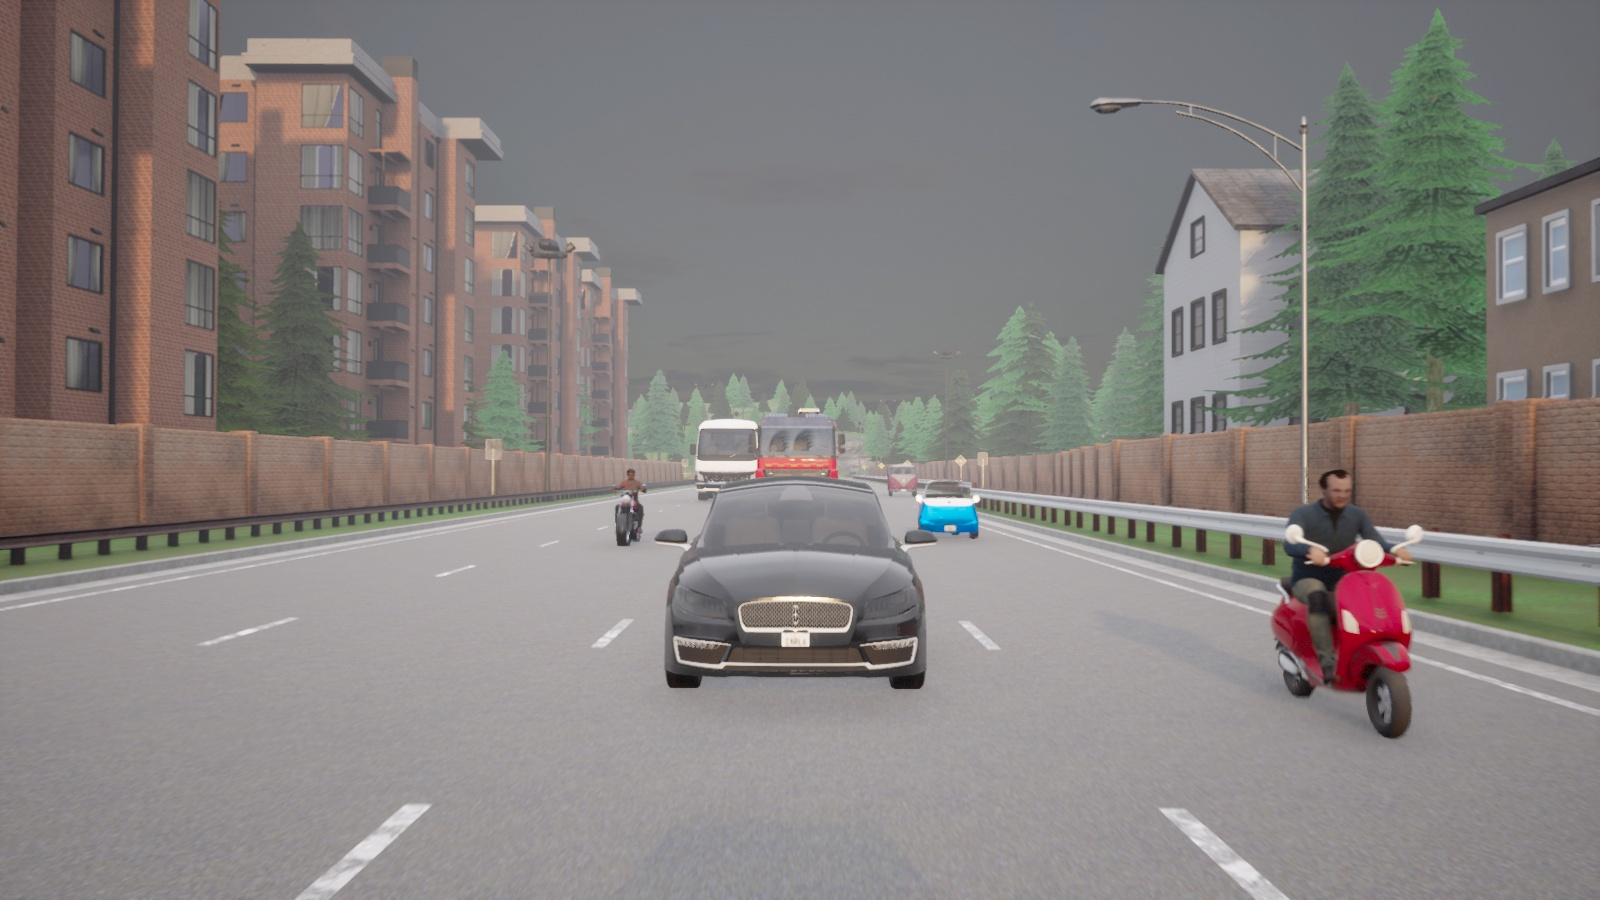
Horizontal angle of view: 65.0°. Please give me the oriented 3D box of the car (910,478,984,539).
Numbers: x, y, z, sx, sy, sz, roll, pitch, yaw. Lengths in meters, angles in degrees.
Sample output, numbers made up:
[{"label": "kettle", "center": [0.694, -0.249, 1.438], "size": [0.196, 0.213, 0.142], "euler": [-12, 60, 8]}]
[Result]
[{"label": "car", "center": [3.429, 1.351, 29.565], "size": [1.481, 1.376, 2.207], "euler": [0, -1, 0]}]

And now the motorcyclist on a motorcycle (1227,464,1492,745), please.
[{"label": "motorcyclist on a motorcycle", "center": [3.480, 0.888, 8.031], "size": [0.866, 1.590, 1.817], "euler": [0, -1, 0]}]

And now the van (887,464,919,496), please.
[{"label": "van", "center": [6.392, 1.852, 78.263], "size": [1.775, 1.987, 4.442], "euler": [0, -1, 3]}]

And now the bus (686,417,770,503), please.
[{"label": "bus", "center": [-3.668, 0.576, 67.092], "size": [3.944, 4.253, 10.273], "euler": [0, -1, 0]}]

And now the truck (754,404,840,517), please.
[{"label": "truck", "center": [-0.118, 0.434, 46.790], "size": [2.891, 3.827, 8.468], "euler": [0, -1, 0]}]

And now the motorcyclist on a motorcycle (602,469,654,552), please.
[{"label": "motorcyclist on a motorcycle", "center": [-3.564, 1.218, 26.198], "size": [0.766, 1.649, 2.350], "euler": [0, -1, 0]}]

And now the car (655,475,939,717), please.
[{"label": "car", "center": [-0.026, 0.994, 10.572], "size": [1.837, 1.490, 4.892], "euler": [0, 0, 0]}]
